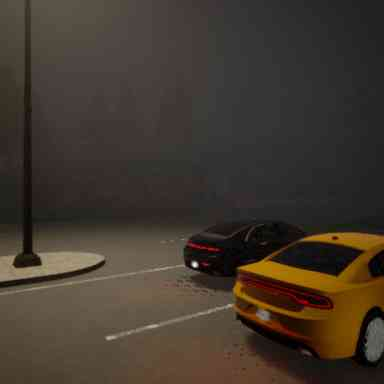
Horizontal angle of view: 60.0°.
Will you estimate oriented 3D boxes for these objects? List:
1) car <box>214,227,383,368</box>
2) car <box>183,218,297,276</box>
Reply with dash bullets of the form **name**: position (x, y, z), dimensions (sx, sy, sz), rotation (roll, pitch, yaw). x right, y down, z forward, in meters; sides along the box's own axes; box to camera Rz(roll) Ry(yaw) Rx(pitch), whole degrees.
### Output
- **car**: position (2.975, 1.471, 5.820), dimensions (5.008, 1.535, 1.882), rotation (0, 0, -35)
- **car**: position (2.050, 1.497, 9.437), dimensions (4.892, 1.490, 1.837), rotation (0, 0, -35)
